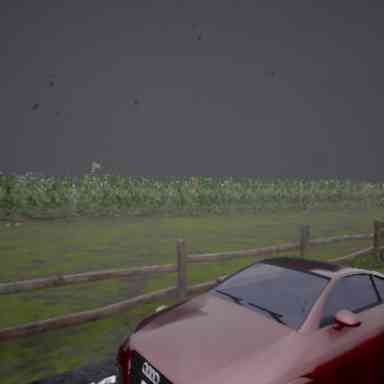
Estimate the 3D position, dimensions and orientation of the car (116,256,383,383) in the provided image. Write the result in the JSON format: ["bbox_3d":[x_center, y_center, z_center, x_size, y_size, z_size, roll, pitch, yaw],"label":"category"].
[{"bbox_3d":[1.256,1.554,4.002,4.181,1.385,1.994,0,0,-35],"label":"car"}]
